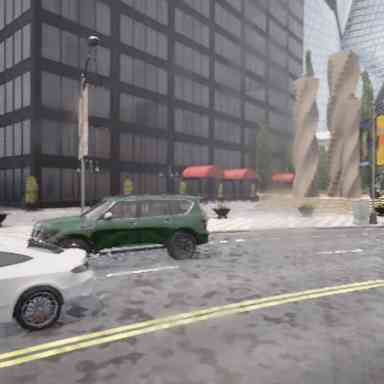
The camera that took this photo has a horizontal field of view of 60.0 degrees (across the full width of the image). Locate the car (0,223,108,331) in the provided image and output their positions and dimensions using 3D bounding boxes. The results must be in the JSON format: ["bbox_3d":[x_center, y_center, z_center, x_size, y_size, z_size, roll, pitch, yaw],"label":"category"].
[{"bbox_3d":[-3.954,1.465,5.260,4.674,1.442,1.812,0,0,-34],"label":"car"}]

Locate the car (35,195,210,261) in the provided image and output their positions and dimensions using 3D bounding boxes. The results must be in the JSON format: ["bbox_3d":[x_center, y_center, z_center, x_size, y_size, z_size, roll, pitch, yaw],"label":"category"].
[{"bbox_3d":[-2.098,1.122,10.541,5.566,2.045,2.150,0,0,-28],"label":"car"}]
